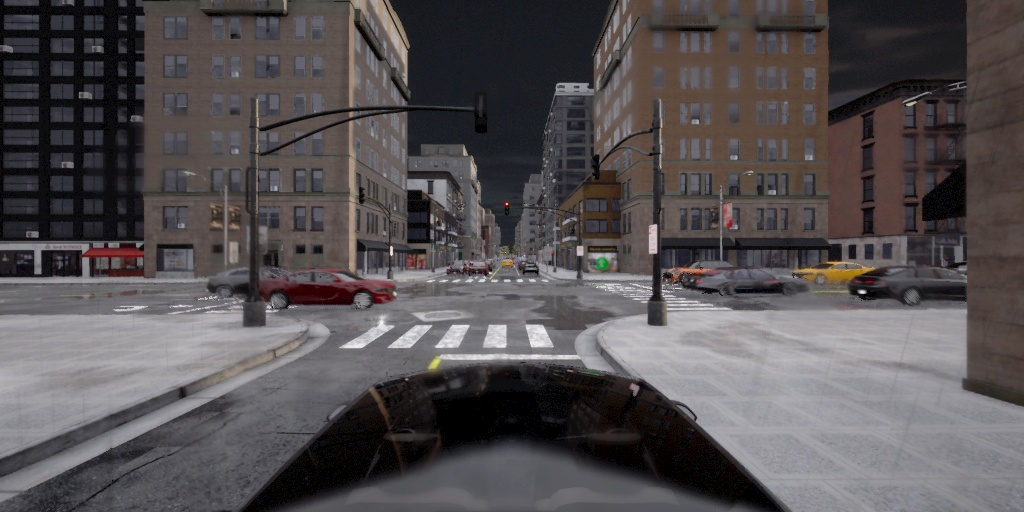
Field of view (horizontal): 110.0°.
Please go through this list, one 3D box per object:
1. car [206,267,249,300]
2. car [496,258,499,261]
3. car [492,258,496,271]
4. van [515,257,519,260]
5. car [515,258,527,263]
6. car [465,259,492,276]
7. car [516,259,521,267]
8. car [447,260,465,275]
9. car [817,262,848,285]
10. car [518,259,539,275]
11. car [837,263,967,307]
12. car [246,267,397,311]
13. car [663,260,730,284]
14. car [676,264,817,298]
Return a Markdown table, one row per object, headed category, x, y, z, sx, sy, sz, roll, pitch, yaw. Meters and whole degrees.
| category | x | y | z | sx | sy | sz | roll | pitch | yaw |
| --- | --- | --- | --- | --- | --- | --- | --- | --- | --- |
| car | -11.932 | 1.280 | 17.495 | 4.902 | 1.511 | 2.128 | 0 | 0 | -4 |
| car | -3.598 | 1.424 | 57.524 | 1.895 | 1.301 | 4.718 | 0 | 0 | 0 |
| car | -3.533 | 1.308 | 47.384 | 1.837 | 1.490 | 4.892 | 0 | 0 | 0 |
| van | 1.846 | 1.173 | 61.698 | 1.690 | 1.789 | 3.998 | 0 | 0 | 0 |
| car | 1.887 | 1.386 | 56.188 | 1.948 | 1.339 | 4.313 | 0 | 0 | 0 |
| car | -3.464 | 1.265 | 37.790 | 1.882 | 1.535 | 5.008 | 0 | 0 | 0 |
| car | 1.928 | 1.391 | 50.677 | 1.802 | 1.307 | 4.207 | 0 | 0 | 0 |
| car | -6.015 | 1.229 | 39.596 | 1.967 | 1.591 | 4.097 | 0 | 0 | 0 |
| car | 21.796 | 1.142 | 24.380 | 5.008 | 1.535 | 1.882 | 0 | 0 | -1 |
| car | 2.010 | 1.355 | 39.655 | 1.948 | 1.339 | 4.313 | 0 | 0 | 0 |
| car | 16.399 | 1.173 | 14.358 | 4.892 | 1.490 | 1.837 | 0 | 0 | -1 |
| car | -7.116 | 1.240 | 14.064 | 5.008 | 1.535 | 1.882 | -1 | 0 | -1 |
| car | 12.692 | 1.054 | 24.263 | 4.553 | 1.767 | 2.097 | 0 | 0 | -1 |
| car | 11.296 | 1.243 | 17.547 | 5.357 | 1.411 | 2.033 | 0 | 0 | -1 |
